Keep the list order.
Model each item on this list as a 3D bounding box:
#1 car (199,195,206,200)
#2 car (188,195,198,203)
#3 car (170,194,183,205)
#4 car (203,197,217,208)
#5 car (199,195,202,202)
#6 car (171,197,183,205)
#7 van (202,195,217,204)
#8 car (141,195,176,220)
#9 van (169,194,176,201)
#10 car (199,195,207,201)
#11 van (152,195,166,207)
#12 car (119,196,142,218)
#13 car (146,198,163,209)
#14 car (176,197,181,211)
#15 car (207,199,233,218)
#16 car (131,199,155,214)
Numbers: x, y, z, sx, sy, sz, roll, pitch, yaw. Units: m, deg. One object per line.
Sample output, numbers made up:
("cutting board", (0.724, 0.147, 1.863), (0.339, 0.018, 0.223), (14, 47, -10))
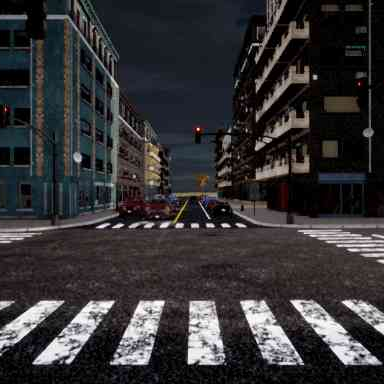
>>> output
("car", (2.858, 1.499, 91.245), (1.887, 1.381, 4.507), (0, 0, 0))
("car", (0.281, 1.476, 70.344), (1.837, 1.490, 4.892), (0, 0, 0))
("car", (-2.691, 1.479, 48.021), (2.128, 1.511, 4.902), (0, 0, 0))
("car", (2.698, 1.573, 41.277), (1.802, 1.307, 4.206), (0, 0, 0))
("car", (2.752, 1.422, 57.932), (1.967, 1.590, 4.097), (0, 0, 0))
("car", (-2.625, 1.582, 58.055), (1.895, 1.301, 4.718), (0, 0, 1))
("van", (2.717, 1.329, 46.829), (1.690, 1.788, 3.998), (0, 0, 0))
("car", (-2.728, 1.349, 28.173), (2.097, 1.767, 4.553), (0, 0, 0))
("van", (-5.039, 1.301, 85.717), (1.690, 1.788, 3.998), (0, 0, 0))
("car", (2.841, 1.504, 85.693), (1.887, 1.381, 4.507), (0, 0, 0))
("van", (-5.146, 1.326, 52.405), (1.690, 1.788, 3.998), (0, 0, 0))
("car", (-5.218, 1.311, 30.197), (2.192, 1.841, 5.009), (0, 0, 0))
("car", (-5.164, 1.533, 46.854), (1.887, 1.381, 4.507), (0, 0, 0))
("car", (-2.728, 1.484, 38.013), (2.128, 1.511, 4.902), (0, 0, 0))
("car", (2.662, 1.562, 30.173), (1.947, 1.339, 4.313), (0, 0, 0))
("car", (-5.200, 1.538, 35.749), (1.887, 1.381, 4.507), (0, 0, 0))
